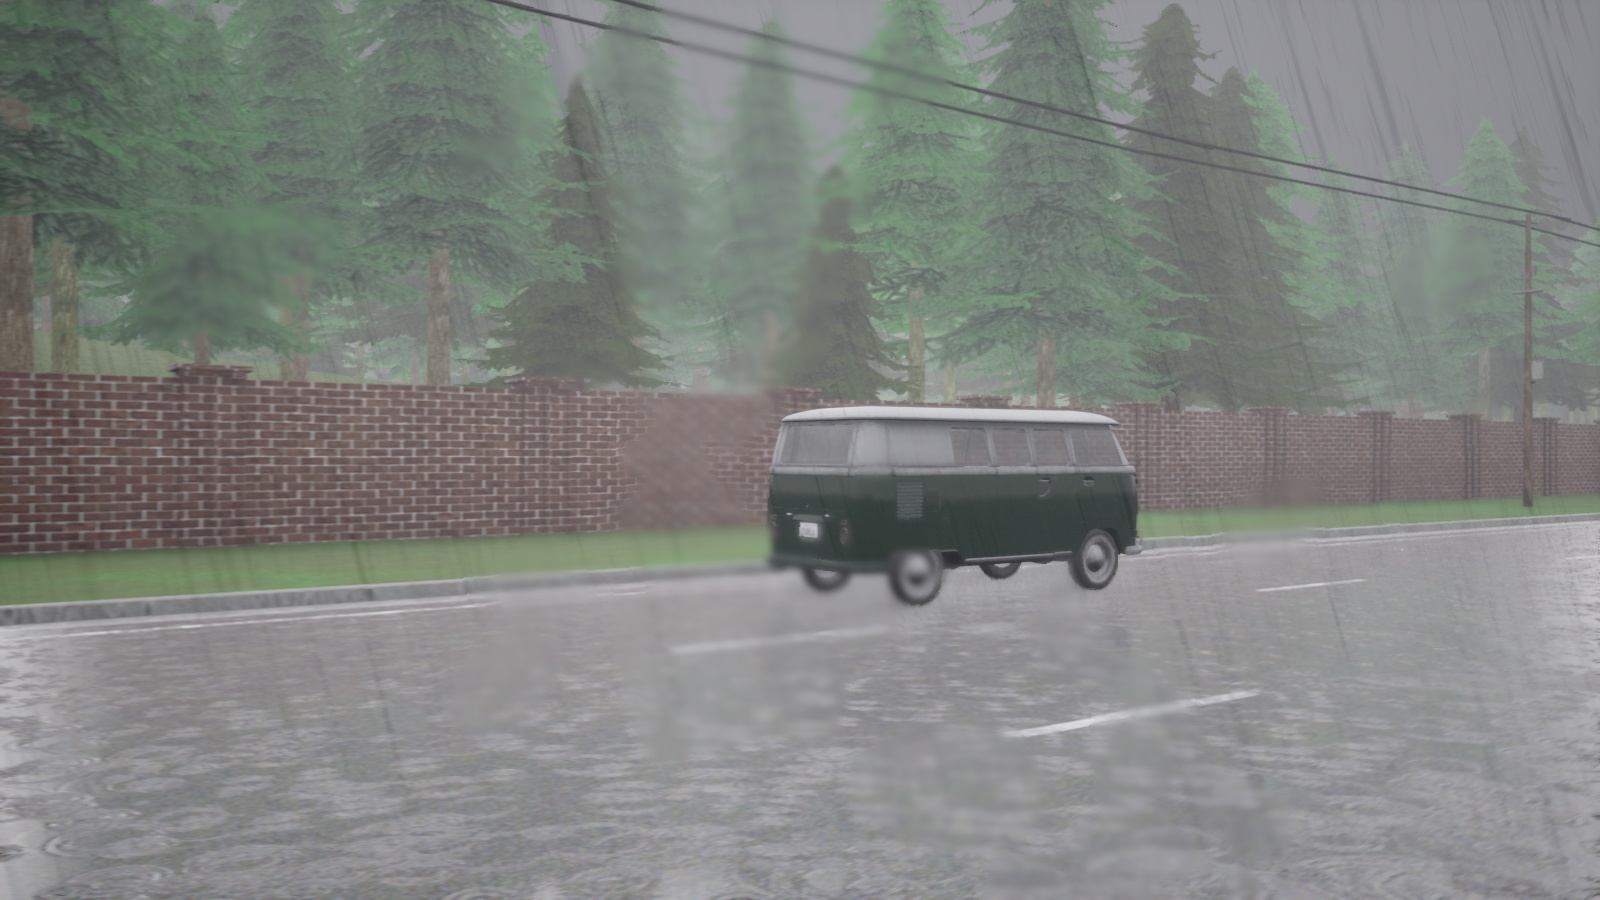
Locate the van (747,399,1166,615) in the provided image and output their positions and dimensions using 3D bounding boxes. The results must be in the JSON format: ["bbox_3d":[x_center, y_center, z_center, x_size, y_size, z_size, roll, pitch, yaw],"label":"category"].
[{"bbox_3d":[1.783,0.528,13.543,4.442,1.987,1.775,0,0,-35],"label":"van"}]
